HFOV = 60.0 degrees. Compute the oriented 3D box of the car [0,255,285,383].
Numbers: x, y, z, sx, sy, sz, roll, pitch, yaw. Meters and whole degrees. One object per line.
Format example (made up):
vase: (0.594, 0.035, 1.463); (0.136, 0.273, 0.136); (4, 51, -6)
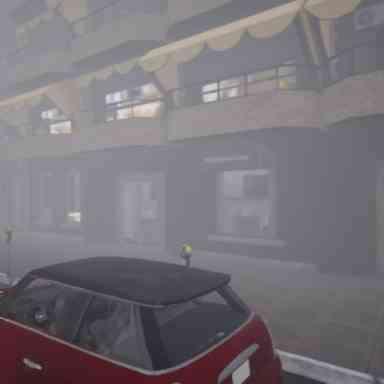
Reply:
car: (-1.196, 1.463, 3.730); (4.097, 1.590, 1.967); (-1, 0, 36)
